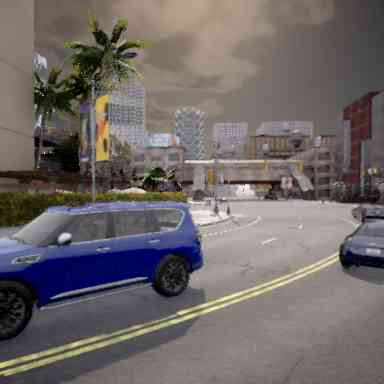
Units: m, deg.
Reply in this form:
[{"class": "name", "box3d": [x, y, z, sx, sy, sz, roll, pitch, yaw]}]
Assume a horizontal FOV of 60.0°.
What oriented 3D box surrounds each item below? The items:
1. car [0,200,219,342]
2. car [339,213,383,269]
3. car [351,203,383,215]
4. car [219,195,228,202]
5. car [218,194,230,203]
[{"class": "car", "box3d": [-2.223, 1.252, 6.952, 5.566, 2.045, 2.150, 0, 0, -41]}, {"class": "car", "box3d": [6.203, 1.584, 10.622, 1.994, 1.385, 4.181, 0, 0, 39]}, {"class": "car", "box3d": [14.439, 1.600, 27.132, 2.033, 1.411, 5.357, 0, 0, 15]}, {"class": "car", "box3d": [8.220, 1.619, 86.759, 2.185, 1.767, 4.553, 0, 0, 3]}, {"class": "car", "box3d": [8.038, 1.724, 80.334, 2.097, 1.535, 5.008, 0, 0, 3]}]
